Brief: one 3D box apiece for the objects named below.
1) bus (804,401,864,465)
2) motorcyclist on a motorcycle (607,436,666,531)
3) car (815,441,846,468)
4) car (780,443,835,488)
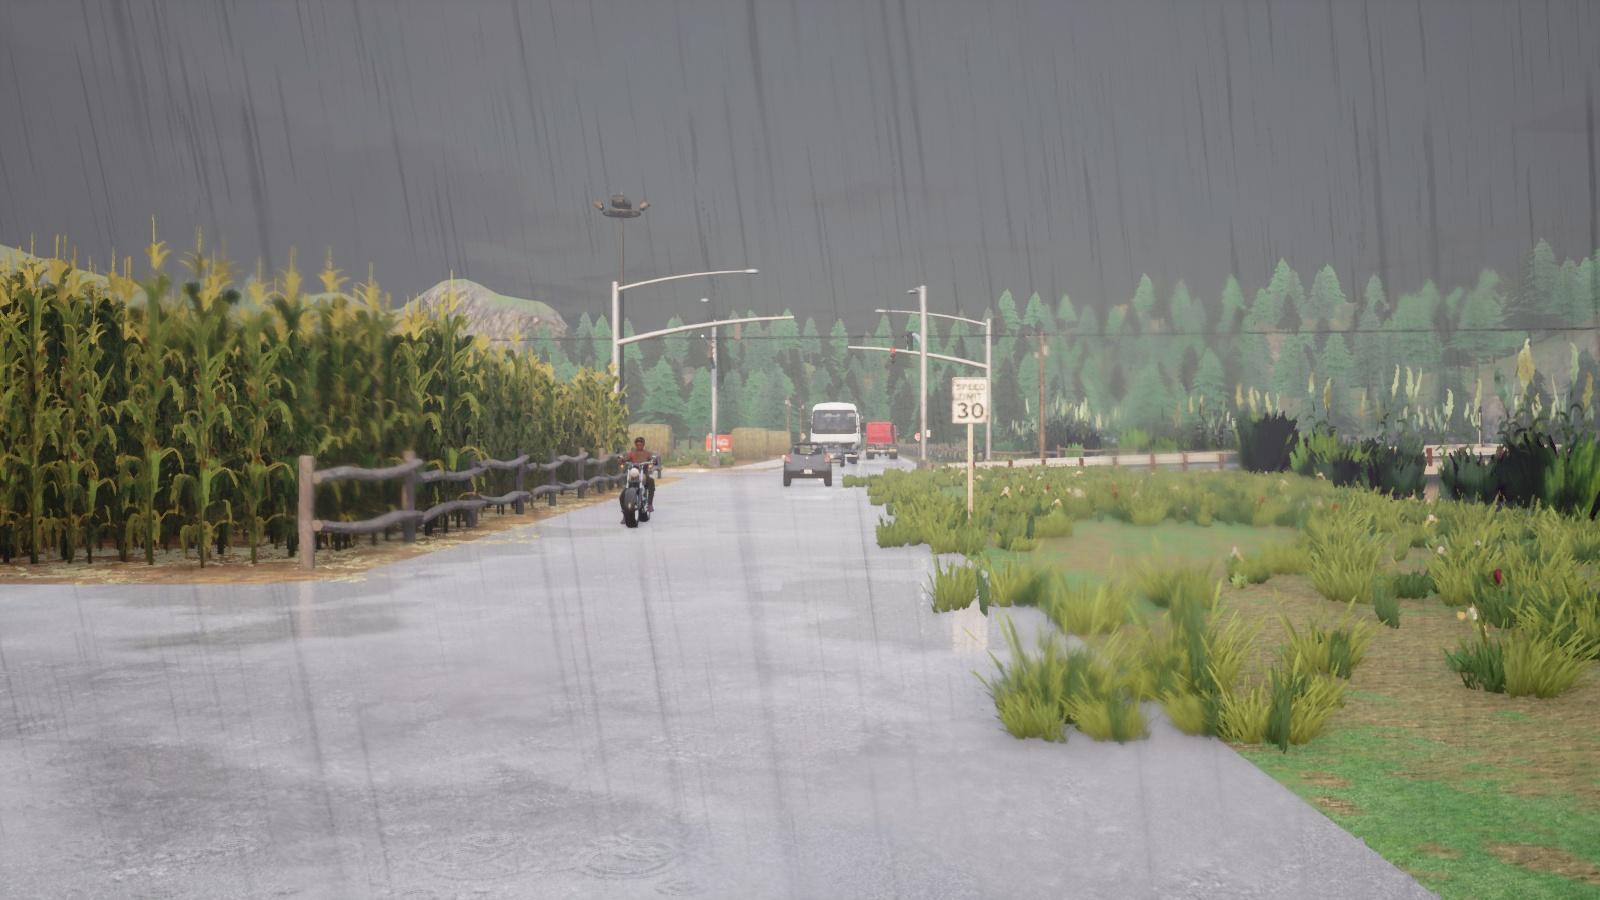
[{"bbox_3d":[2.541,-1.164,88.889,3.944,4.253,10.273,0,0,3],"label":"bus"},{"bbox_3d":[-2.953,0.565,22.928,0.766,1.649,2.350,0,0,0],"label":"motorcyclist on a motorcycle"},{"bbox_3d":[1.876,0.259,76.608,1.789,1.549,3.705,0,0,3],"label":"car"},{"bbox_3d":[0.266,0.513,43.794,1.845,1.501,3.633,0,0,0],"label":"car"}]
